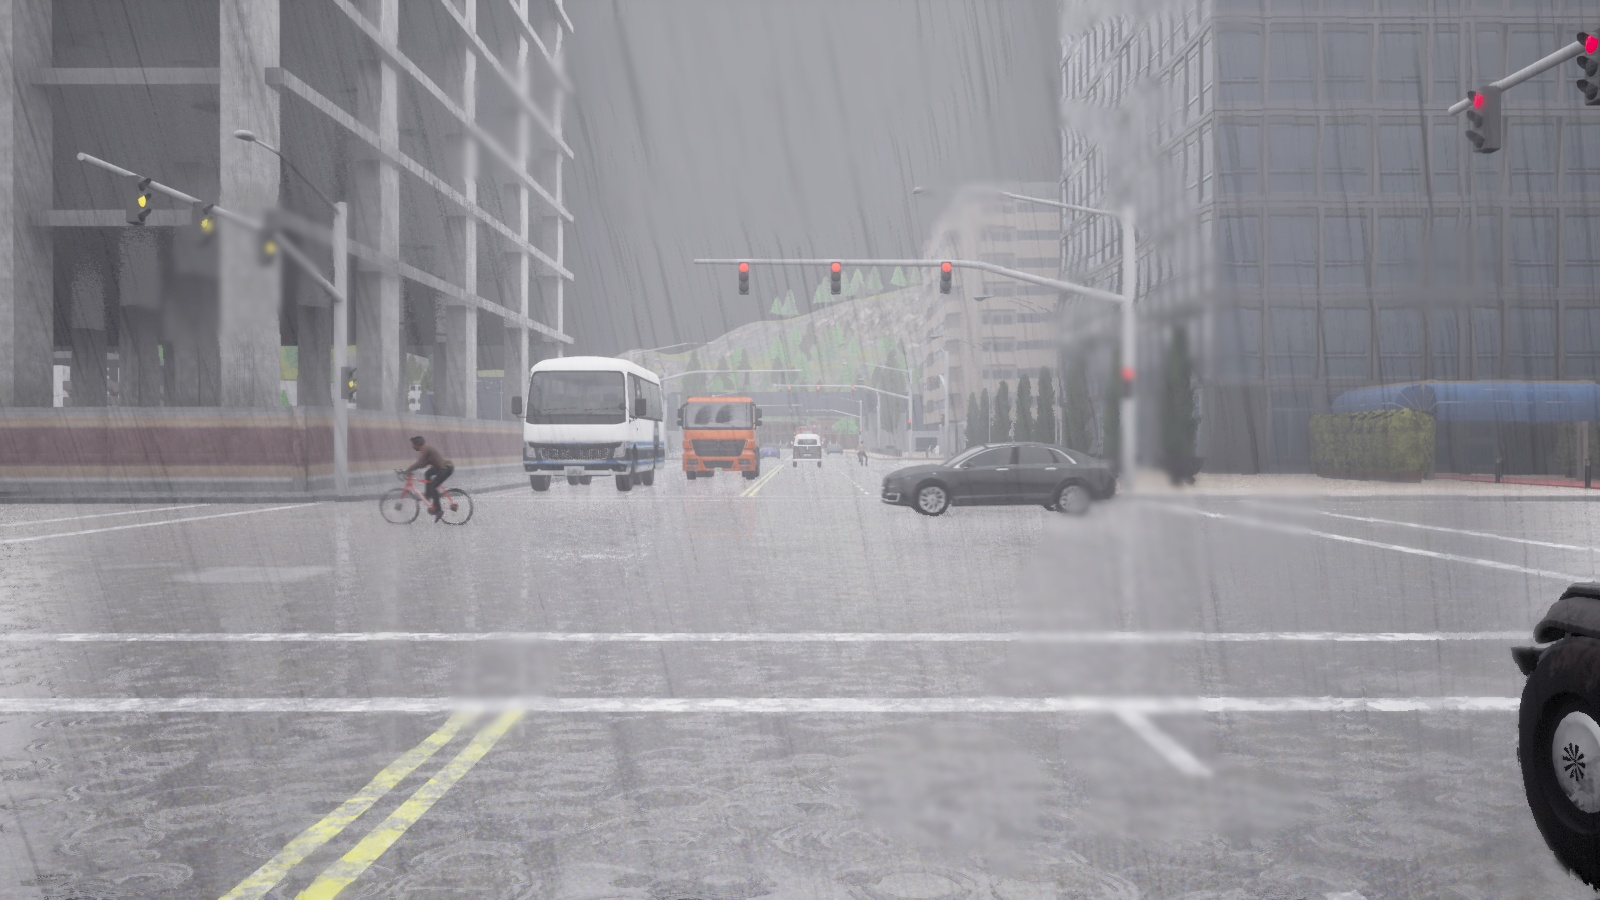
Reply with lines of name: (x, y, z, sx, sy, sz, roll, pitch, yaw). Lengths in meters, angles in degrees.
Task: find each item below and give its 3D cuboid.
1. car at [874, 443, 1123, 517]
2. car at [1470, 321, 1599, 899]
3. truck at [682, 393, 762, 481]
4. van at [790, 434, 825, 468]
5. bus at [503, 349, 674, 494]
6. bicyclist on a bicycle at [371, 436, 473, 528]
car: (4.053, 0.607, 26.237, 4.892, 1.490, 1.837, 0, 0, -1)
car: (3.532, 0.529, 2.910, 1.905, 1.878, 3.866, 0, 0, 0)
truck: (-3.185, -0.539, 53.286, 2.891, 3.462, 7.936, 0, 0, 0)
van: (0.452, 0.032, 77.677, 2.069, 2.038, 4.480, 0, 0, 0)
bus: (-6.747, -0.873, 42.103, 3.944, 4.253, 10.273, 0, 0, 0)
bicyclist on a bicycle: (-6.791, 0.566, 22.620, 1.656, 1.620, 0.582, 0, 0, -1)
